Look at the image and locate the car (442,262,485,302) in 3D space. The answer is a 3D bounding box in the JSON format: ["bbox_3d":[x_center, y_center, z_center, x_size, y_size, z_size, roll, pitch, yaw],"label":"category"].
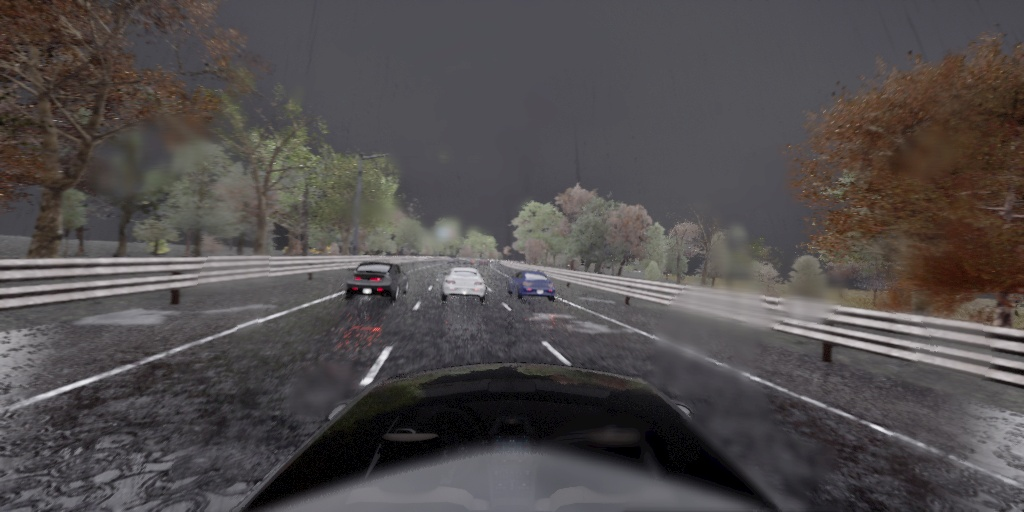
[{"bbox_3d":[-2.302,1.249,17.007,1.812,1.442,4.674,4,0,-9],"label":"car"}]

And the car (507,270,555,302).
[{"bbox_3d":[0.947,1.478,18.808,1.812,1.442,4.674,4,0,-9],"label":"car"}]

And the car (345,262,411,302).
[{"bbox_3d":[-5.550,1.000,15.212,1.837,1.490,4.892,4,0,-9],"label":"car"}]
